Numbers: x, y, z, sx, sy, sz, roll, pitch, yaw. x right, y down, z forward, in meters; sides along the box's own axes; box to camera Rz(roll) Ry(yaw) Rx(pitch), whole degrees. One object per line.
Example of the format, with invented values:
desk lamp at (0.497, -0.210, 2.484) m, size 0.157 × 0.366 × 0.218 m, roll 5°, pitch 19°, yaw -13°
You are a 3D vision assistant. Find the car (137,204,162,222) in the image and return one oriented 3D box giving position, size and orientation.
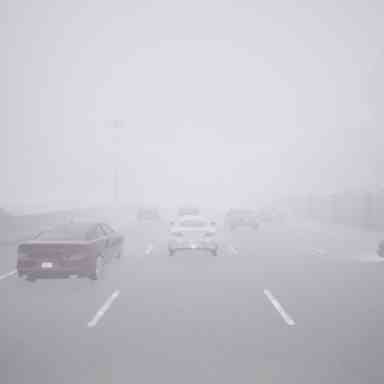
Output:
car at (-3.799, 1.832, 30.233) m, size 1.882 × 1.535 × 5.008 m, roll 0°, pitch -1°, yaw -1°

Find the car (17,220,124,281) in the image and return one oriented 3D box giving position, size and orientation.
car at (-3.426, 1.599, 10.305) m, size 1.882 × 1.535 × 5.008 m, roll 0°, pitch -1°, yaw 0°

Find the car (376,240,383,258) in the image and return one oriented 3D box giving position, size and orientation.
car at (7.089, 1.650, 8.652) m, size 2.033 × 1.411 × 5.357 m, roll 0°, pitch -1°, yaw 0°

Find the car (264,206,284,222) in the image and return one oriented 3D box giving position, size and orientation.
car at (6.720, 1.909, 29.504) m, size 1.994 × 1.385 × 4.181 m, roll 0°, pitch -1°, yaw -1°

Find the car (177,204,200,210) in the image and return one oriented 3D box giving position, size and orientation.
car at (-0.299, 1.832, 30.242) m, size 1.882 × 1.535 × 5.008 m, roll 0°, pitch -1°, yaw -1°

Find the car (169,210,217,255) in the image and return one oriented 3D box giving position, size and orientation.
car at (0.017, 1.690, 13.943) m, size 1.812 × 1.442 × 4.674 m, roll 0°, pitch -1°, yaw -1°

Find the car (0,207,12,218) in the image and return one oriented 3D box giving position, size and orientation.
car at (-14.325, 1.761, 22.913) m, size 2.128 × 1.511 × 4.902 m, roll 0°, pitch -1°, yaw -1°

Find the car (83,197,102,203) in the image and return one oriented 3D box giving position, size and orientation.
car at (-18.723, 1.892, 64.352) m, size 2.128 × 1.511 × 4.902 m, roll 0°, pitch -1°, yaw -1°

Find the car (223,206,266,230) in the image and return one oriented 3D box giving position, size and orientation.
car at (3.364, 1.821, 23.339) m, size 2.033 × 1.411 × 5.357 m, roll 0°, pitch -1°, yaw -1°

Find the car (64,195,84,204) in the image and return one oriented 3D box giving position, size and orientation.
car at (-22.221, 1.629, 64.241) m, size 2.150 × 2.045 × 5.566 m, roll 0°, pitch -1°, yaw -1°
